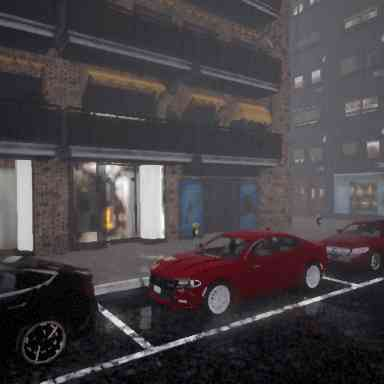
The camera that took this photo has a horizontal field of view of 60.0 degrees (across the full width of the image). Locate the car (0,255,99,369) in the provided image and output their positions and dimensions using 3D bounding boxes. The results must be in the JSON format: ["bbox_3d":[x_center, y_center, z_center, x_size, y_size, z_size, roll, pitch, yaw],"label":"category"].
[{"bbox_3d":[-3.374,1.564,4.165,4.313,1.339,1.947,0,-1,-35],"label":"car"}]

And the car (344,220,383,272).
[{"bbox_3d":[5.748,1.578,10.671,4.206,1.307,1.802,0,-1,-35],"label":"car"}]

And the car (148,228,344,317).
[{"bbox_3d":[1.187,1.542,7.419,4.507,1.381,1.887,0,-1,-35],"label":"car"}]
